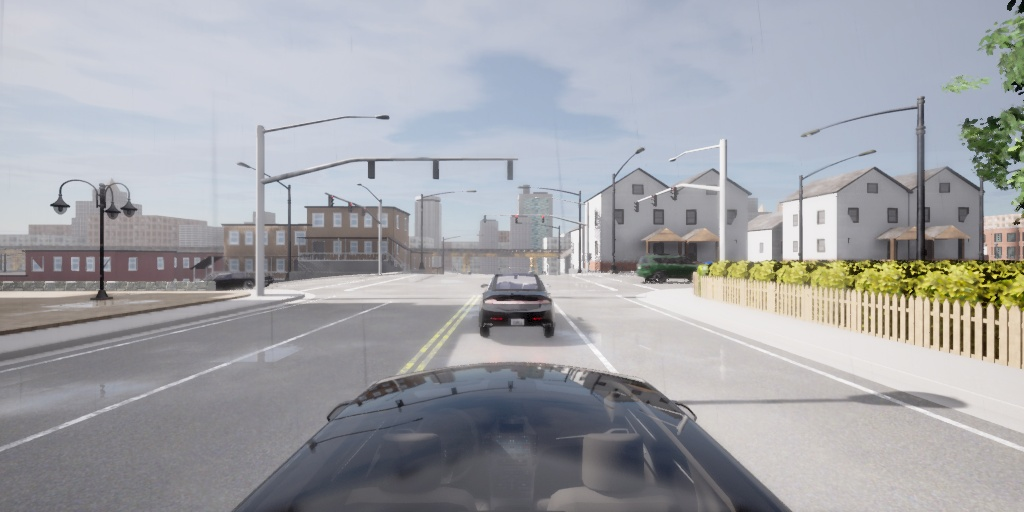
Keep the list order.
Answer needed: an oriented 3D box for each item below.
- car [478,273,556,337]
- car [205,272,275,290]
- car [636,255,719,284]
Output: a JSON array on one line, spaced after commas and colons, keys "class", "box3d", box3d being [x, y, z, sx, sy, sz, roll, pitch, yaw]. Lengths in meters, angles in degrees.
[{"class": "car", "box3d": [0.114, 1.242, 10.311, 2.128, 1.511, 4.902, 0, 0, 0]}, {"class": "car", "box3d": [-20.153, 1.858, 26.187, 4.718, 1.301, 1.895, -4, 0, -1]}, {"class": "car", "box3d": [12.103, 0.971, 26.598, 5.566, 2.045, 2.150, 0, 0, -1]}]
